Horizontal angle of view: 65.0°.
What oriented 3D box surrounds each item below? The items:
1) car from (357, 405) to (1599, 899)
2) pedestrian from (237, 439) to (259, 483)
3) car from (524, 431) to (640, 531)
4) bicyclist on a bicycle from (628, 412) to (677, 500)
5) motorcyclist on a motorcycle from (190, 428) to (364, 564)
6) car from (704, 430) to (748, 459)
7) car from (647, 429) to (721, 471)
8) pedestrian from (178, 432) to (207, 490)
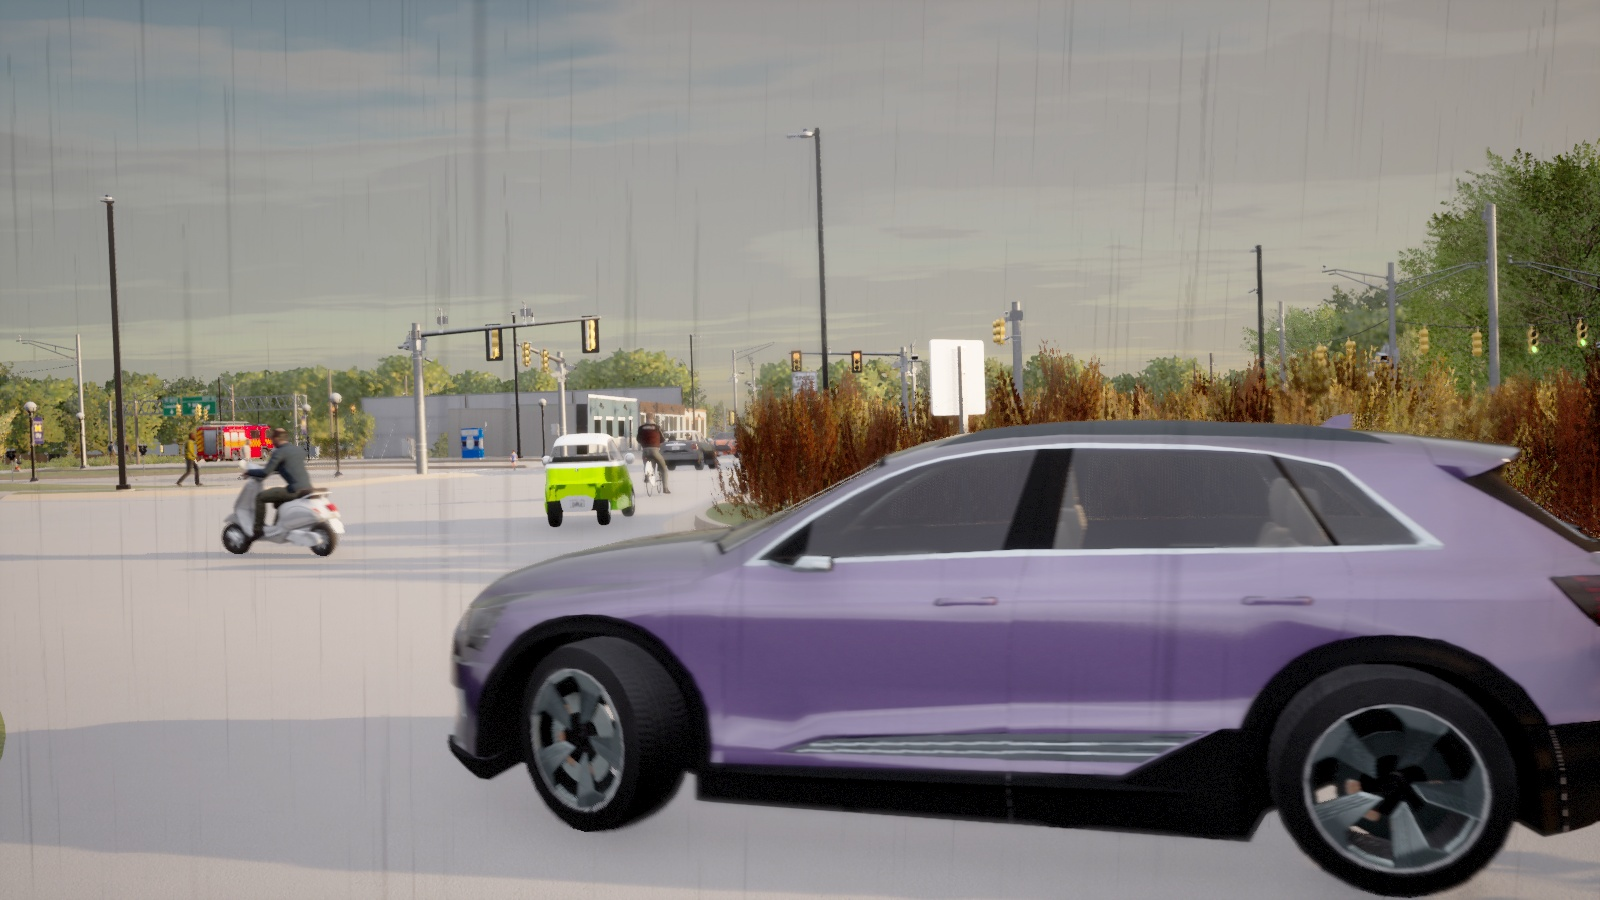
[{"bbox_3d":[0.828,0.681,5.419,4.856,1.649,2.033,-1,1,16],"label":"car"},{"bbox_3d":[-23.614,0.467,53.753,0.706,1.836,0.354,-2,1,2],"label":"pedestrian"},{"bbox_3d":[-3.356,0.438,19.606,1.481,1.376,2.207,-2,2,-3],"label":"car"},{"bbox_3d":[-3.078,0.096,26.345,0.659,1.776,1.843,-2,1,3],"label":"bicyclist on a bicycle"},{"bbox_3d":[-6.489,0.554,15.606,1.817,1.590,0.866,-1,2,19],"label":"motorcyclist on a motorcycle"},{"bbox_3d":[-4.822,-0.381,82.490,2.097,1.767,4.553,-2,1,7],"label":"car"},{"bbox_3d":[-4.296,0.002,47.100,1.970,1.475,3.806,-2,0,6],"label":"car"},{"bbox_3d":[-19.827,0.354,40.990,0.726,1.835,0.370,-3,2,-18],"label":"pedestrian"}]
